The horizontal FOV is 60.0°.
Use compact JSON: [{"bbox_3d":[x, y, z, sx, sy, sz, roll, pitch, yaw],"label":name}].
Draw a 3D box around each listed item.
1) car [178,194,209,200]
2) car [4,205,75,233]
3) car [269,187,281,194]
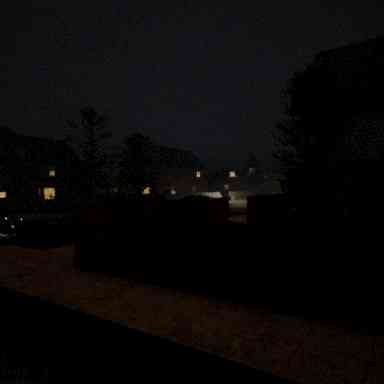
[{"bbox_3d":[0.001,0.985,29.585,1.837,1.490,4.892,-1,1,36],"label":"car"},{"bbox_3d":[-7.822,1.404,18.705,1.895,1.301,4.718,-1,1,36],"label":"car"},{"bbox_3d":[12.830,0.171,47.275,2.150,2.045,5.566,-1,1,36],"label":"car"}]
